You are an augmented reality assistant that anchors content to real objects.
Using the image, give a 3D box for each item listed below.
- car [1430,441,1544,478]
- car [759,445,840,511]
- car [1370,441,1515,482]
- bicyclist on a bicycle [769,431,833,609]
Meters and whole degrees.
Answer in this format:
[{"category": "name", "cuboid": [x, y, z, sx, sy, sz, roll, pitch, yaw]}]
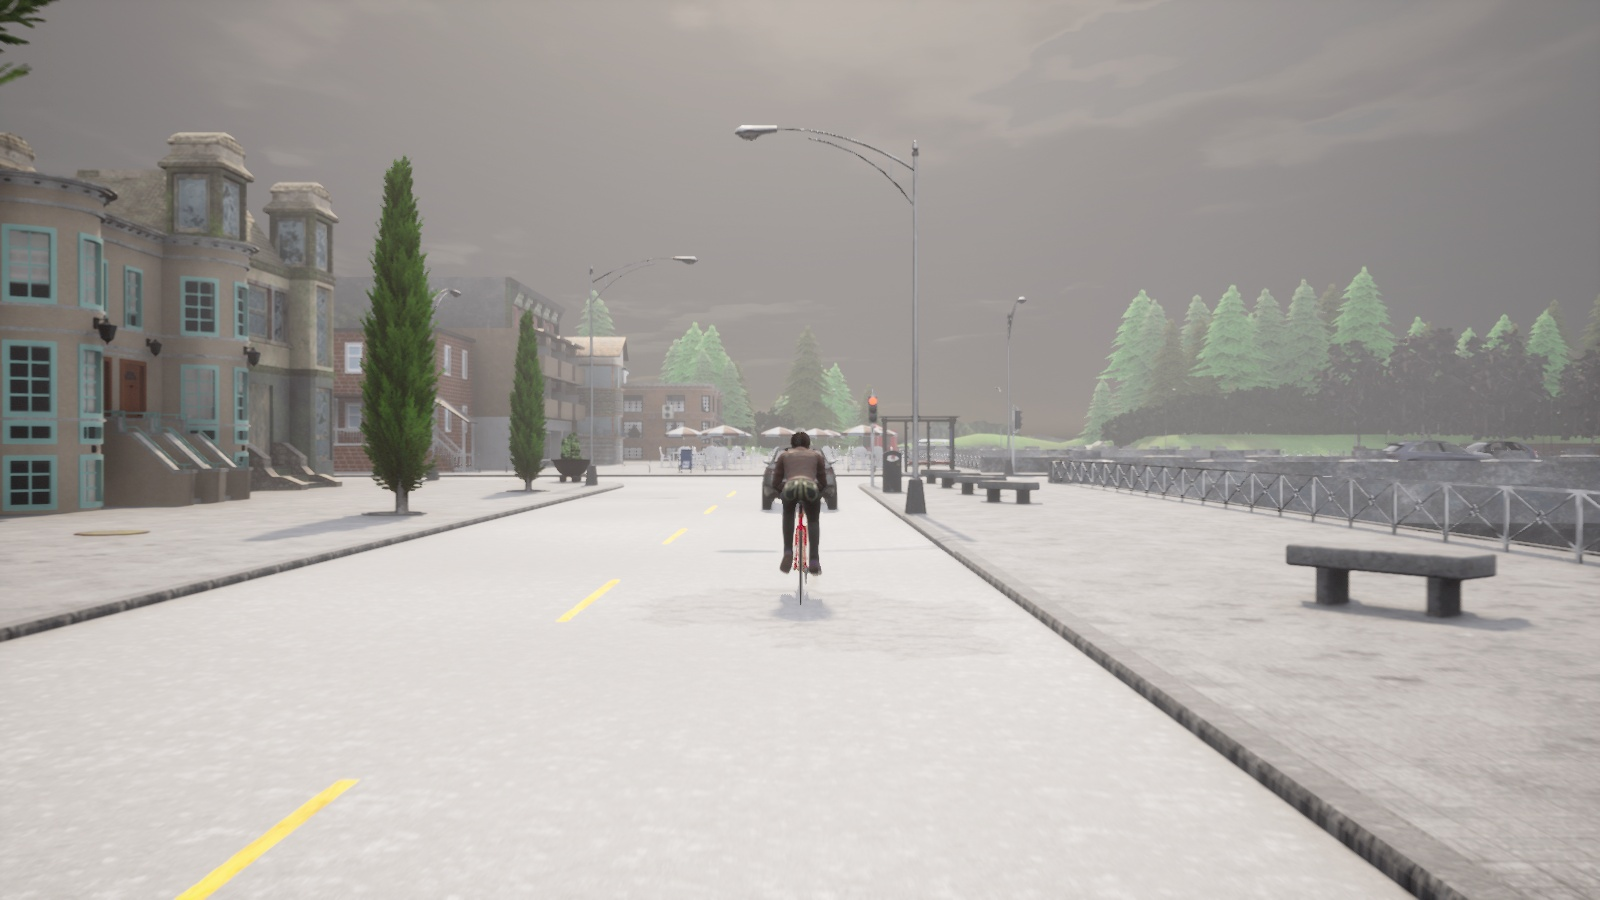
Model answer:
[{"category": "car", "cuboid": [30.188, 0.398, 55.235, 3.988, 1.617, 1.851, 0, 0, 0]}, {"category": "car", "cuboid": [-0.006, 0.612, 30.289, 1.816, 1.474, 4.193, 0, 0, 0]}, {"category": "car", "cuboid": [26.160, 0.446, 51.232, 4.856, 1.649, 2.033, 0, 0, 0]}, {"category": "bicyclist on a bicycle", "cuboid": [0.009, 0.639, 12.248, 0.582, 1.620, 1.656, 0, 0, 0]}]
